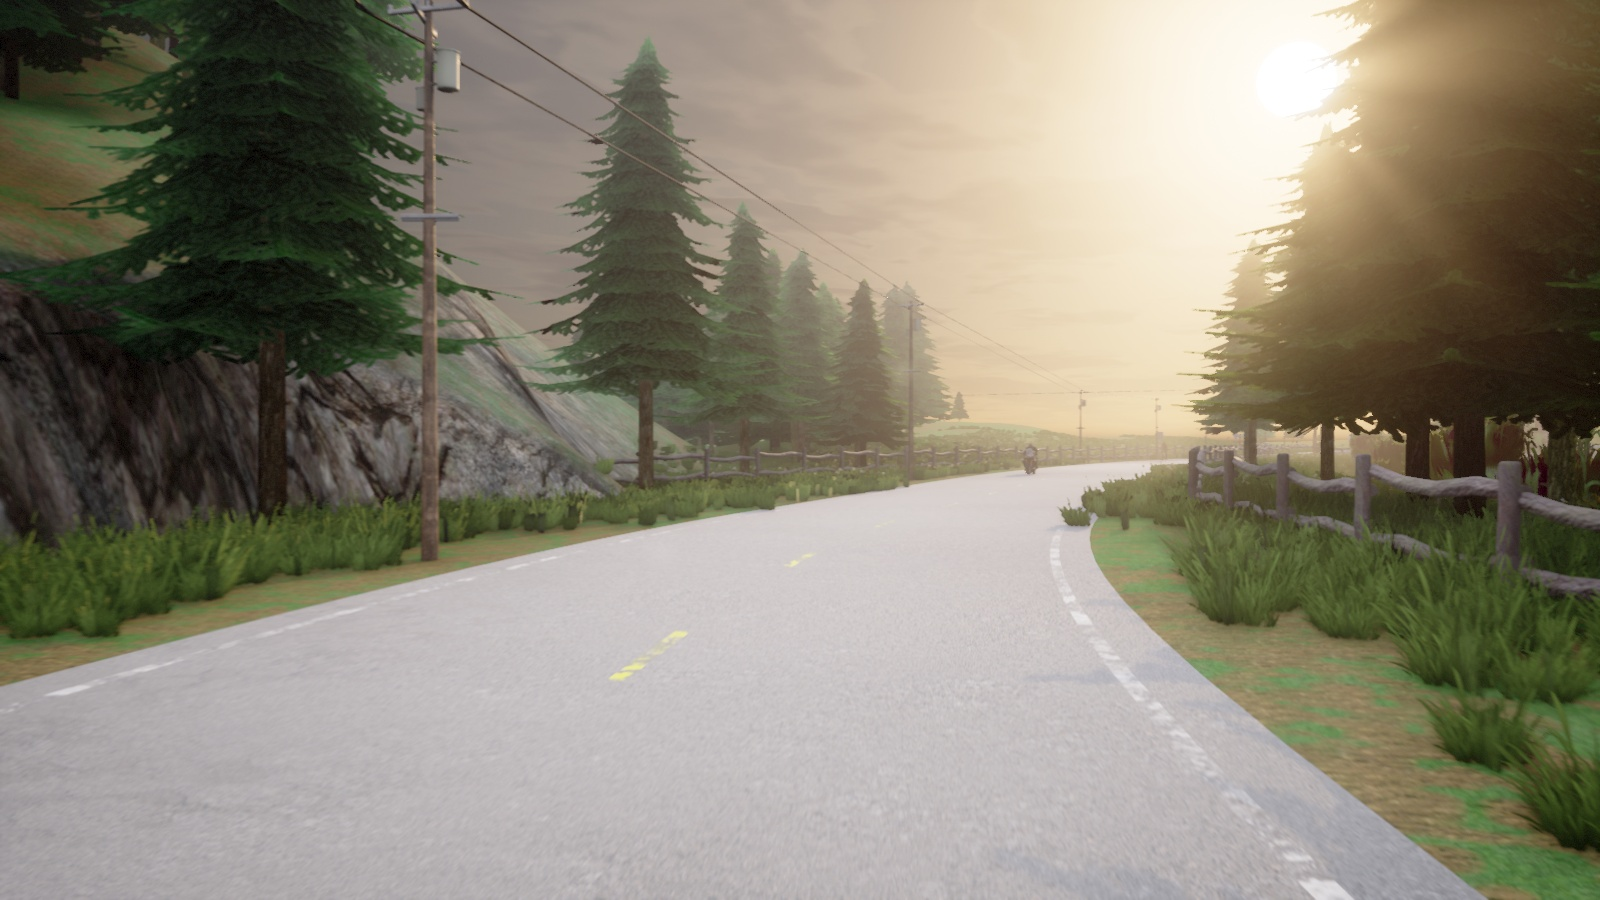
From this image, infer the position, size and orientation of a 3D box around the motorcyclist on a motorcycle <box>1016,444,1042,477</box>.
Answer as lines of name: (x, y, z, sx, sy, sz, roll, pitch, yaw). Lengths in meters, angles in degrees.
motorcyclist on a motorcycle: (10.769, 0.464, 58.902, 0.866, 1.530, 2.191, 0, 0, 19)
